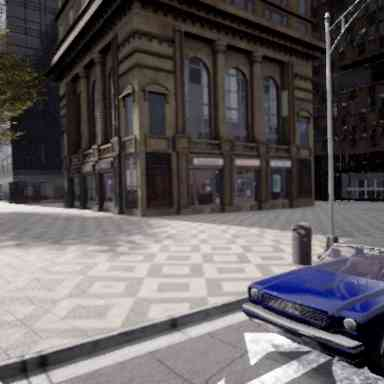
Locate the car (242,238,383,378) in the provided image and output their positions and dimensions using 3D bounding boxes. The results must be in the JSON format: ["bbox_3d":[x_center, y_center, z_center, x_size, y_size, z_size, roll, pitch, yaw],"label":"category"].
[{"bbox_3d":[3.075,1.534,5.560,4.718,1.301,1.895,-1,0,-36],"label":"car"}]
